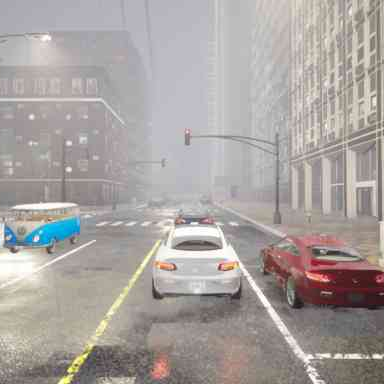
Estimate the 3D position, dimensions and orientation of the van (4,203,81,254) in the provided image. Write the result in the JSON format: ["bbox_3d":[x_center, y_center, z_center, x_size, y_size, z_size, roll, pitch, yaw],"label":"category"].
[{"bbox_3d":[-5.766,1.345,13.217,1.690,1.788,3.998,1,0,0],"label":"van"}]

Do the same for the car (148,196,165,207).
[{"bbox_3d":[-5.694,1.563,51.133,2.008,1.369,4.403,1,0,0],"label":"car"}]

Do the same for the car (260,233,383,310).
[{"bbox_3d":[2.699,1.584,7.536,1.802,1.307,4.206,1,0,0],"label":"car"}]

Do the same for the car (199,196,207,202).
[{"bbox_3d":[2.676,1.599,79.412,1.802,1.307,4.206,1,0,0],"label":"car"}]

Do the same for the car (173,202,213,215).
[{"bbox_3d":[0.071,1.509,17.410,2.163,1.488,4.792,0,0,-1],"label":"car"}]

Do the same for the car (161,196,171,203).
[{"bbox_3d":[-5.702,1.598,73.752,1.802,1.307,4.206,1,0,0],"label":"car"}]

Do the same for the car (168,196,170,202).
[{"bbox_3d":[-5.698,1.580,62.443,1.947,1.339,4.313,1,0,0],"label":"car"}]

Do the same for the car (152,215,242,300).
[{"bbox_3d":[0.102,1.528,8.298,1.812,1.442,4.674,0,0,0],"label":"car"}]

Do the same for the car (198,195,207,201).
[{"bbox_3d":[2.675,1.569,85.066,2.008,1.369,4.403,1,0,0],"label":"car"}]

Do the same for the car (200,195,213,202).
[{"bbox_3d":[2.683,1.595,56.793,1.802,1.307,4.206,1,0,0],"label":"car"}]

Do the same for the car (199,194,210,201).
[{"bbox_3d":[2.686,1.330,62.448,2.192,1.841,5.009,1,0,0],"label":"car"}]

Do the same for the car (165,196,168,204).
[{"bbox_3d":[-5.696,1.564,56.788,2.008,1.369,4.403,1,0,0],"label":"car"}]
